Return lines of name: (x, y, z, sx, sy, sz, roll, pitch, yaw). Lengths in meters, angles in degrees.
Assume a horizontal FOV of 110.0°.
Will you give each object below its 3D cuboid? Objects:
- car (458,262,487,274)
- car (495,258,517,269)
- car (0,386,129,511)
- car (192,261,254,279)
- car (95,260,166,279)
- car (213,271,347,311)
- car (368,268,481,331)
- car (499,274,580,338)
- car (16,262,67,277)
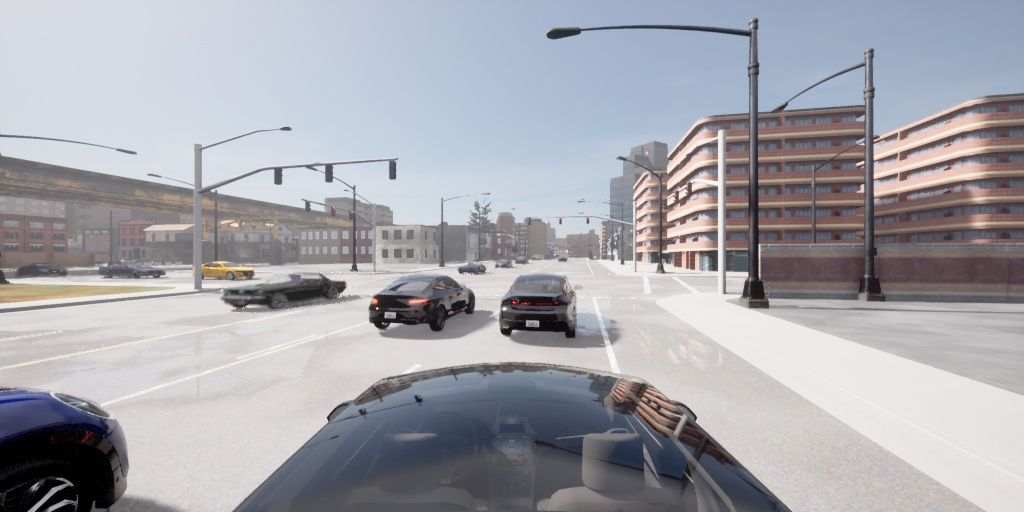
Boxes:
car: (-4.094, 1.302, 37.532, 1.895, 1.301, 4.718, 0, 0, 12)
car: (-1.182, 1.047, 52.344, 2.128, 1.511, 4.902, 0, 1, 11)
car: (-4.029, 1.102, 0.798, 2.097, 1.767, 4.553, 0, 0, 4)
car: (-24.580, 1.228, 30.627, 5.008, 1.535, 1.882, 0, 0, 10)
car: (-34.237, 1.297, 32.266, 5.357, 1.411, 2.033, 0, 0, 9)
car: (-9.106, 1.351, 14.800, 1.895, 1.301, 4.718, 0, 0, 11)
car: (-2.531, 1.276, 10.977, 1.812, 1.442, 4.674, 0, 0, 11)
car: (0.914, 1.255, 10.335, 1.837, 1.490, 4.892, 0, 0, 11)
car: (-45.447, 1.314, 34.685, 4.181, 1.385, 1.994, 0, 0, 17)
